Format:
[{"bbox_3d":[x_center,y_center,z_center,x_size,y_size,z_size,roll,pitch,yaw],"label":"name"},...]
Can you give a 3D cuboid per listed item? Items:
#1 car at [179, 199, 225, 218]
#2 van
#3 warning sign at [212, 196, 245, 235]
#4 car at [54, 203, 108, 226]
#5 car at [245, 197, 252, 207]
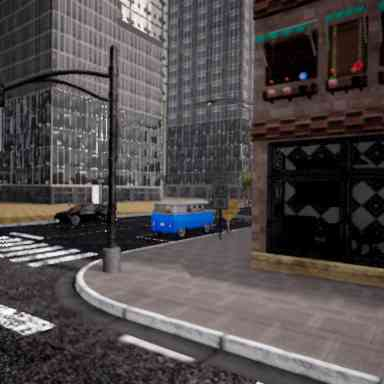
[{"bbox_3d":[1.010,1.422,29.884,1.812,1.442,4.674,1,1,35],"label":"car"},{"bbox_3d":[-0.404,1.353,17.901,1.690,1.788,3.998,1,1,35],"label":"van"},{"bbox_3d":[1.878,1.165,17.007,1.300,1.860,1.060,1,1,35],"label":"warning sign"},{"bbox_3d":[-7.236,1.439,22.761,1.947,1.339,4.313,1,1,35],"label":"car"},{"bbox_3d":[8.795,1.267,45.303,1.967,1.590,4.097,1,1,35],"label":"car"}]
